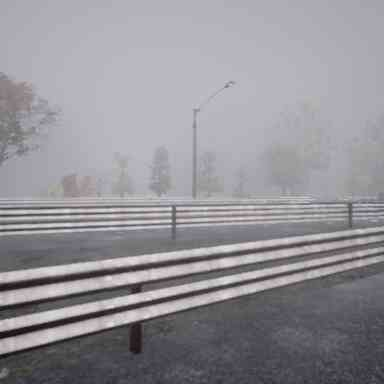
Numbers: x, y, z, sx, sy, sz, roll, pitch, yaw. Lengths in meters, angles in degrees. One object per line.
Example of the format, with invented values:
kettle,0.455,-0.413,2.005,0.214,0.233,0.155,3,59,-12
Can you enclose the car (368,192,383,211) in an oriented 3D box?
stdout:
car,17.440,0.973,27.023,5.566,2.045,2.150,0,0,-23

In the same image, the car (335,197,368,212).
car,15.766,1.258,30.099,4.892,1.490,1.837,0,0,-23

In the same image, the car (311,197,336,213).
car,14.110,1.245,33.202,4.902,1.511,2.128,0,0,-23
